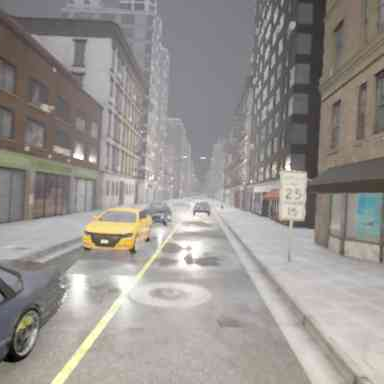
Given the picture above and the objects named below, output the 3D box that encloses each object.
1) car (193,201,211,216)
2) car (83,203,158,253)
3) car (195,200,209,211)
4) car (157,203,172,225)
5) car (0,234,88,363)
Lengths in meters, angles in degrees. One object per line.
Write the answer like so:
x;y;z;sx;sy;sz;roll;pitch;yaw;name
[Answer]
1.070;1.749;36.038;2.033;1.411;5.357;3;0;2;car
-2.800;1.381;13.499;1.882;1.535;5.008;3;0;2;car
1.405;1.875;47.140;1.895;1.301;4.718;3;0;1;car
-2.478;1.511;23.997;2.033;1.411;5.357;3;0;2;car
-3.098;1.393;3.034;2.033;1.411;5.357;3;0;5;car
